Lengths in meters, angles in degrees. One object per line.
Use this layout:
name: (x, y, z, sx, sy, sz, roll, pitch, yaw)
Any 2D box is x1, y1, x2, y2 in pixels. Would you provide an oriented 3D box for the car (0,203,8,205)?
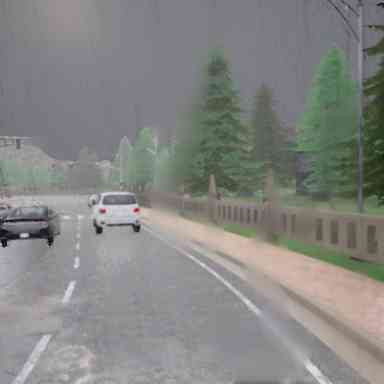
car: (-12.891, 1.398, 21.777, 1.895, 1.301, 4.718, -1, 1, -18)

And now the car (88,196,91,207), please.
car: (-11.943, 1.059, 41.425, 1.812, 1.442, 4.674, -1, 1, -19)

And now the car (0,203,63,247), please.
car: (-6.789, 1.343, 14.403, 2.128, 1.511, 4.902, -1, 1, -17)

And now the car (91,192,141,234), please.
car: (-4.166, 1.007, 18.071, 2.150, 2.045, 5.566, -1, 1, -18)
